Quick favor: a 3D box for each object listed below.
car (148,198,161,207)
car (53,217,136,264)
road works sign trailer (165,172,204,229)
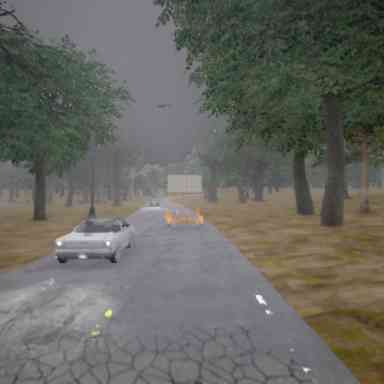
[{"bbox_3d":[-6.243,1.709,55.362,2.128,1.511,4.902,0,0,-6],"label":"car"},{"bbox_3d":[-3.290,1.618,12.063,1.895,1.301,4.718,0,0,-2],"label":"car"},{"bbox_3d":[-0.487,0.512,21.795,2.380,3.560,2.880,0,0,-3],"label":"road works sign trailer"}]
